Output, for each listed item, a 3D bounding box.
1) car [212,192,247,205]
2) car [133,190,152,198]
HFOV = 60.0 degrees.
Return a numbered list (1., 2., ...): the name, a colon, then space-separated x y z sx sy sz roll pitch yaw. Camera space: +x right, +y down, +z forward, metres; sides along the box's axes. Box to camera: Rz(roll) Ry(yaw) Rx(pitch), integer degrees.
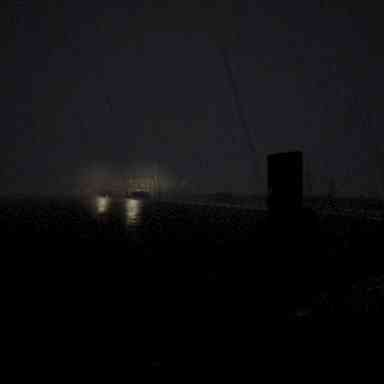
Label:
1. car: 4.477 0.743 40.395 1.882 1.535 5.008 0 1 -35
2. car: -8.872 0.420 59.247 1.994 1.385 4.181 0 1 -35
